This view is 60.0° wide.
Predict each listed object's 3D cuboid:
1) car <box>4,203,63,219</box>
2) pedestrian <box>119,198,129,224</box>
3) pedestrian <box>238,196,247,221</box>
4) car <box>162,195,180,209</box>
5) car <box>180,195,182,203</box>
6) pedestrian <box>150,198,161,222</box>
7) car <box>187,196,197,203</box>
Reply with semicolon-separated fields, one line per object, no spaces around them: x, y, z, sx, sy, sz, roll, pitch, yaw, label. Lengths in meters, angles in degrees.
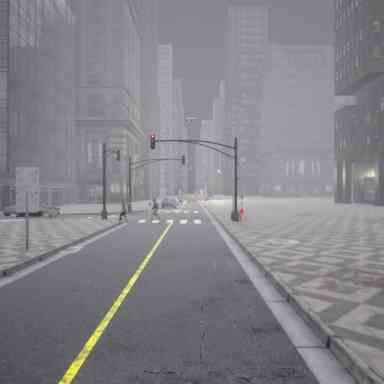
-14.244;1.695;29.980;4.902;1.511;2.128;-1;0;0;car
-4.804;1.303;23.175;0.375;1.860;0.375;0;0;0;pedestrian
3.592;1.150;23.775;0.375;1.860;0.375;0;0;0;pedestrian
-3.095;1.523;45.967;1.837;1.490;4.892;0;0;0;car
-3.088;1.551;55.433;1.812;1.442;4.674;0;0;0;car
-2.671;1.303;24.403;0.375;1.860;0.375;0;0;0;pedestrian
-0.004;1.517;69.632;1.882;1.535;5.008;0;0;0;car
